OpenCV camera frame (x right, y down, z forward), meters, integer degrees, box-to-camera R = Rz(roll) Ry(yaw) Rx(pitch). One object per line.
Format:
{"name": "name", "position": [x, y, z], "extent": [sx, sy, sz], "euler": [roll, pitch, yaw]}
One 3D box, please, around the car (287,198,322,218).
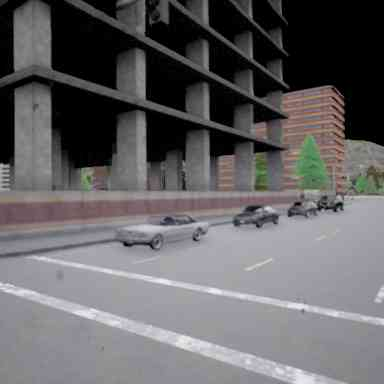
{"name": "car", "position": [10.542, 1.609, 31.637], "extent": [1.837, 1.490, 4.892], "euler": [-1, 0, 35]}

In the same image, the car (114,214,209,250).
{"name": "car", "position": [-1.224, 1.694, 15.038], "extent": [1.895, 1.301, 4.718], "euler": [-1, 0, 35]}

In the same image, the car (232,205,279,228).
{"name": "car", "position": [4.549, 1.624, 23.172], "extent": [1.812, 1.442, 4.674], "euler": [-1, 0, 36]}

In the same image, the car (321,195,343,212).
{"name": "car", "position": [16.763, 1.332, 40.352], "extent": [2.150, 2.045, 5.566], "euler": [-1, 0, 35]}
